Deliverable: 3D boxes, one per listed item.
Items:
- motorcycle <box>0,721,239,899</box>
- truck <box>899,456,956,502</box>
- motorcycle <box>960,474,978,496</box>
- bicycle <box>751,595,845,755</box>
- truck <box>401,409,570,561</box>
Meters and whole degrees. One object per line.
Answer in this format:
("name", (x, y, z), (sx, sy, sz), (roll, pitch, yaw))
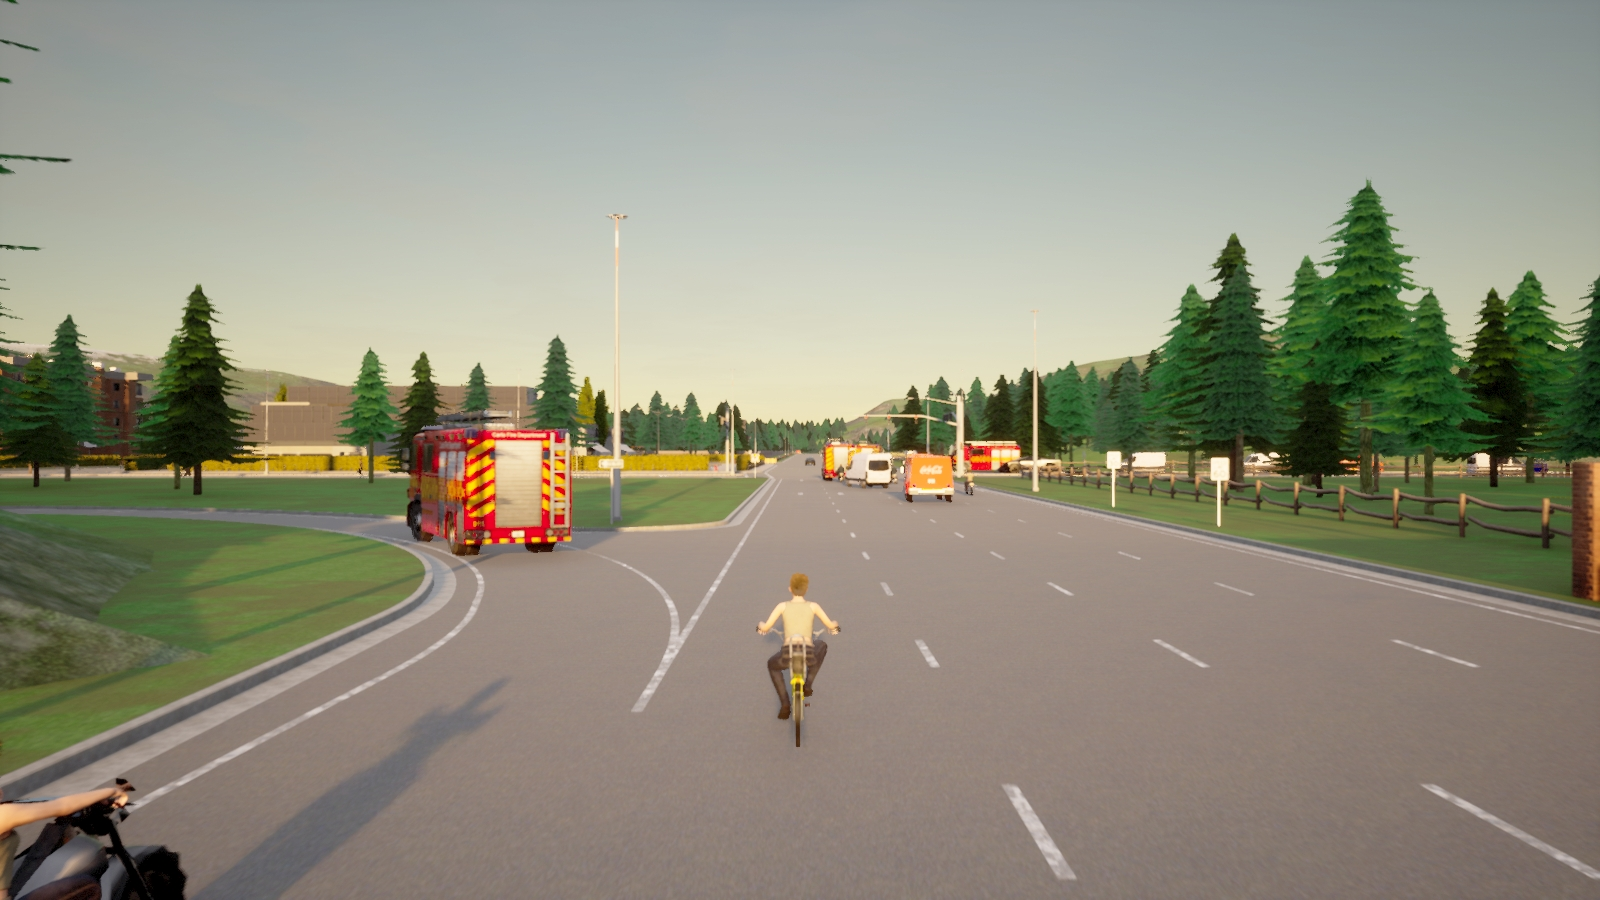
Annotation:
("motorcycle", (-3.498, 2.155, 5.168), (0.764, 1.307, 2.356), (0, 0, 0))
("truck", (6.985, 1.564, 63.224), (2.627, 2.467, 5.204), (0, 0, 0))
("motorcycle", (10.496, 2.155, 70.928), (0.764, 1.307, 2.356), (0, 0, 0))
("bicycle", (-0.017, 2.158, 11.224), (0.859, 1.276, 1.487), (0, 0, 0))
("truck", (-9.384, 0.890, 33.241), (2.891, 3.827, 8.468), (0, 0, -29))
